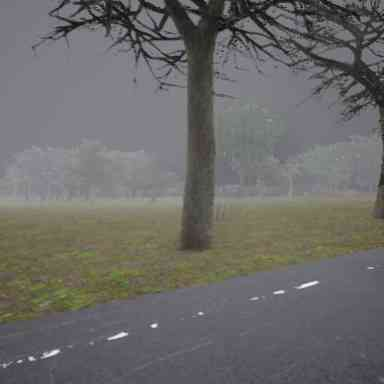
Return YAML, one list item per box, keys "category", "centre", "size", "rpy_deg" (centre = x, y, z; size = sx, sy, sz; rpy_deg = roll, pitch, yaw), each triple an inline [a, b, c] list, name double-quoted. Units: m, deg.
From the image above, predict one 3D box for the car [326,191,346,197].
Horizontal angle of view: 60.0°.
- category: "car"
  centre: [34.607, 0.468, 79.955]
  size: [2.128, 1.511, 4.902]
  rpy_deg: [2, -2, -35]
